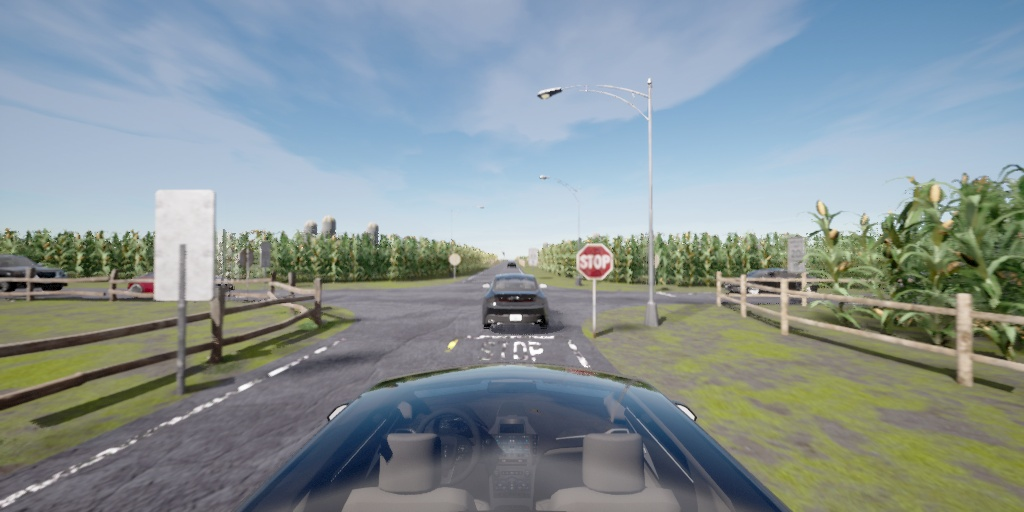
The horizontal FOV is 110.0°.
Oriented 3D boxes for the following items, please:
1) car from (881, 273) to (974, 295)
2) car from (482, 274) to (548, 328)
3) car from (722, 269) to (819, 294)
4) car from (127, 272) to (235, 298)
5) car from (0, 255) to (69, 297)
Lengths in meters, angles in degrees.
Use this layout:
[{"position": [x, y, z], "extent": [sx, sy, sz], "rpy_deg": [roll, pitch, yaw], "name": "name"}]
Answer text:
[{"position": [24.188, 1.565, 20.593], "extent": [4.902, 1.511, 2.128], "rpy_deg": [0, -1, 0], "name": "car"}, {"position": [0.093, 1.329, 11.605], "extent": [1.837, 1.490, 4.892], "rpy_deg": [0, 0, 0], "name": "car"}, {"position": [14.781, 1.513, 20.680], "extent": [4.892, 1.490, 1.837], "rpy_deg": [0, -1, 0], "name": "car"}, {"position": [-16.522, 1.328, 18.033], "extent": [4.181, 1.385, 1.994], "rpy_deg": [0, -1, 1], "name": "car"}, {"position": [-26.120, 0.934, 18.136], "extent": [5.566, 2.045, 2.150], "rpy_deg": [0, -1, 0], "name": "car"}]
